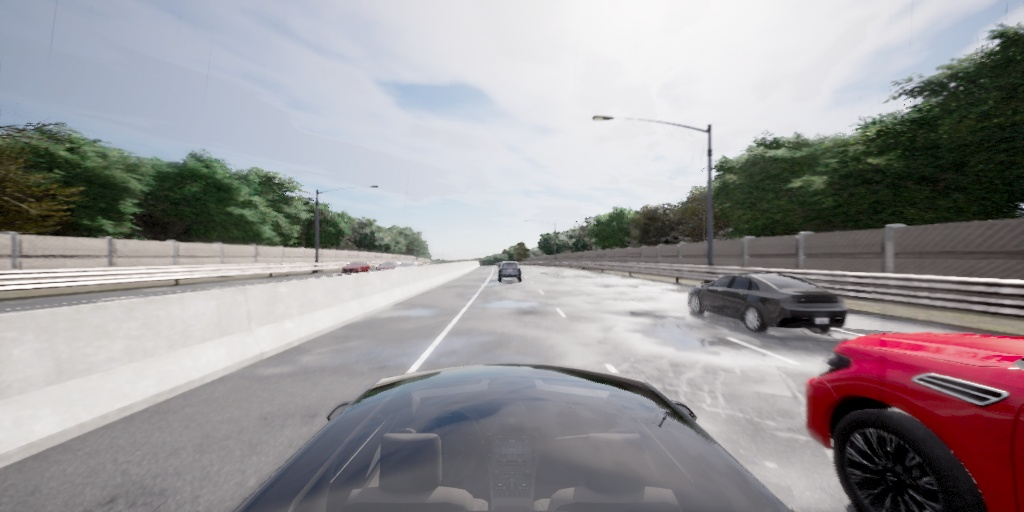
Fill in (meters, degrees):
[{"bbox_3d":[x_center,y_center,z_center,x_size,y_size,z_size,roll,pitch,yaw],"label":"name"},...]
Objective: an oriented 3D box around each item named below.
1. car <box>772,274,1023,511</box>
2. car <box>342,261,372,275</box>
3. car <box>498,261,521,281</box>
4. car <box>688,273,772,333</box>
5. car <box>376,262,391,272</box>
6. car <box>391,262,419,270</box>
[{"bbox_3d":[3.640,0.963,0.720,2.150,2.045,5.566,0,0,0],"label":"car"},{"bbox_3d":[-18.205,1.387,42.237,1.882,1.535,5.008,0,0,-1],"label":"car"},{"bbox_3d":[-0.212,1.244,30.899,2.033,1.649,4.856,0,0,-1],"label":"car"},{"bbox_3d":[7.100,1.244,10.645,1.837,1.490,4.892,0,0,0],"label":"car"},{"bbox_3d":[-14.727,1.433,43.038,1.812,1.442,4.674,0,0,-1],"label":"car"},{"bbox_3d":[-11.077,1.399,38.316,1.812,1.442,4.674,0,0,-1],"label":"car"}]
